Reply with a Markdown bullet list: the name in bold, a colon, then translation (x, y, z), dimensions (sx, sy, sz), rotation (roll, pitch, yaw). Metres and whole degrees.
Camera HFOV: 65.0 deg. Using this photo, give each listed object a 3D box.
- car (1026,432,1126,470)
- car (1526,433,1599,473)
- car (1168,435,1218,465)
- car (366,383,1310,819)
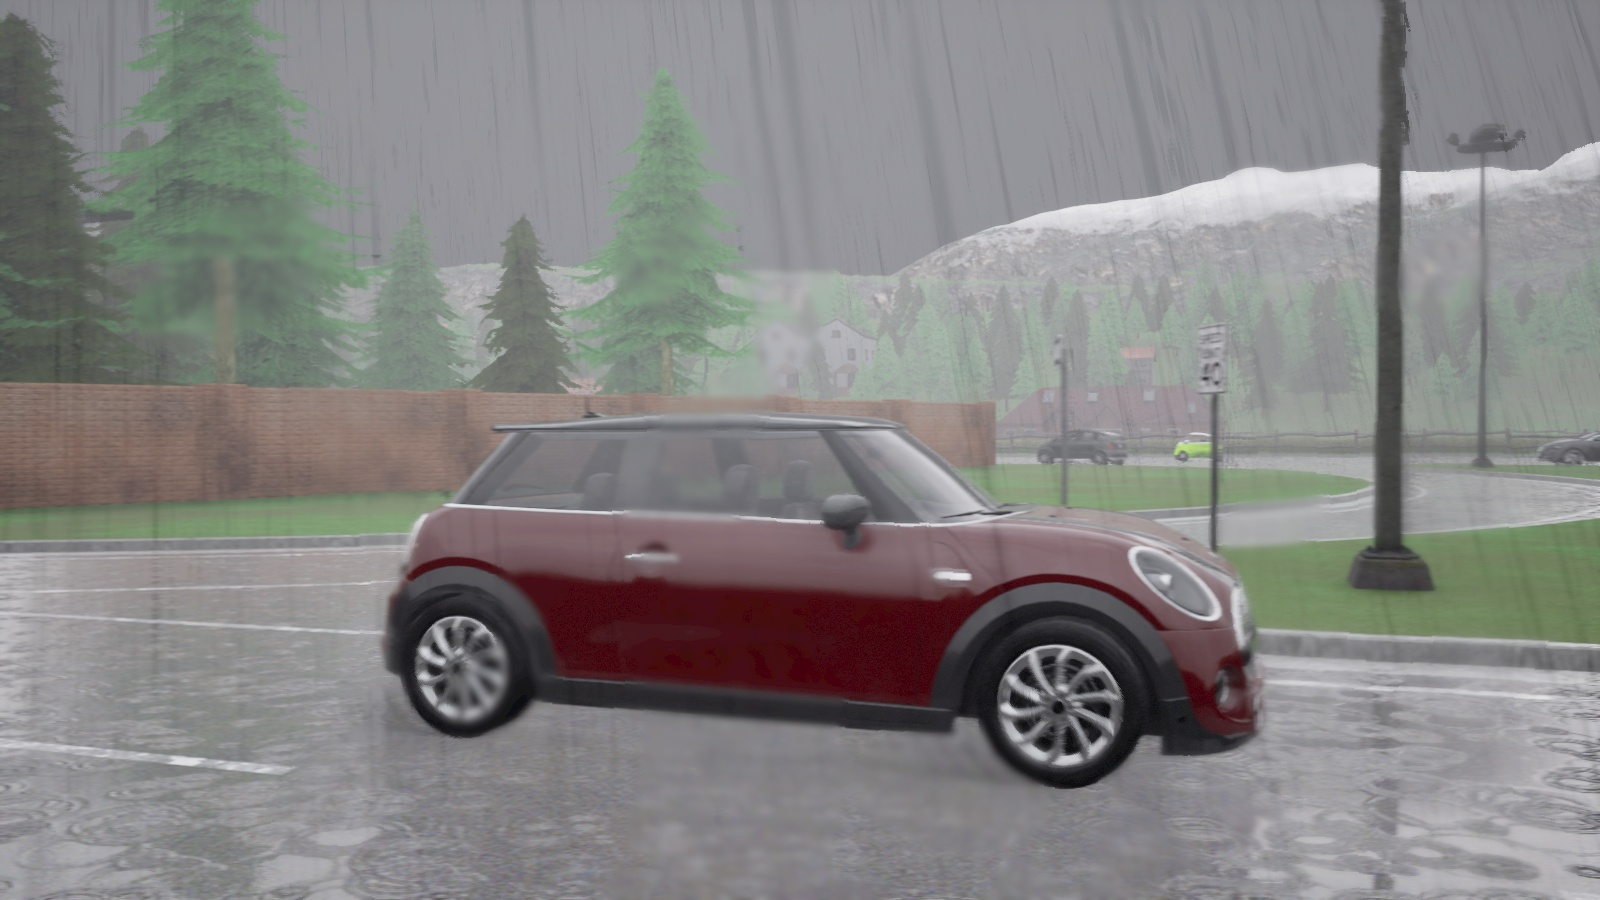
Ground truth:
- **car**: translation (11.693, 0.009, 53.309), dimensions (3.705, 1.549, 1.789), rotation (1, 1, 39)
- **car**: translation (30.676, 0.106, 47.843), dimensions (4.902, 1.511, 2.128), rotation (0, 1, 19)
- **car**: translation (18.595, 0.005, 59.336), dimensions (2.207, 1.376, 1.481), rotation (1, 1, 19)
- **car**: translation (0.233, 0.581, 6.805), dimensions (4.553, 1.767, 2.097), rotation (0, 1, 19)
